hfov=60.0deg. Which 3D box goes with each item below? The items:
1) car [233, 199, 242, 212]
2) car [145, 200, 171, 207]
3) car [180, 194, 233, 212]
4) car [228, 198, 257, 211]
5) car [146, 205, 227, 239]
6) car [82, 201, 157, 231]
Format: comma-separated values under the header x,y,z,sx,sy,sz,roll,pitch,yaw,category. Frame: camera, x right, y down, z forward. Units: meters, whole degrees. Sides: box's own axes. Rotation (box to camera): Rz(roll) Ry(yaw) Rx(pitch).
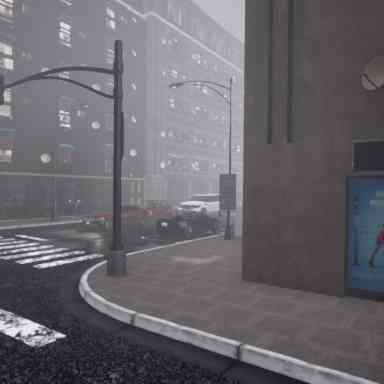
x,y,z,sx,sy,sz,roll,pitch,yaw,category
3.027,1.224,36.009,2.192,1.841,5.009,1,1,35,car
-3.384,1.362,26.854,1.967,1.590,4.097,1,1,35,car
1.080,1.171,28.932,2.150,2.045,5.566,1,1,35,car
6.228,1.484,40.589,1.802,1.307,4.206,1,1,35,car
-0.134,1.599,17.759,1.947,1.339,4.313,1,1,35,car
-4.586,1.487,20.843,1.812,1.442,4.674,1,1,35,car
